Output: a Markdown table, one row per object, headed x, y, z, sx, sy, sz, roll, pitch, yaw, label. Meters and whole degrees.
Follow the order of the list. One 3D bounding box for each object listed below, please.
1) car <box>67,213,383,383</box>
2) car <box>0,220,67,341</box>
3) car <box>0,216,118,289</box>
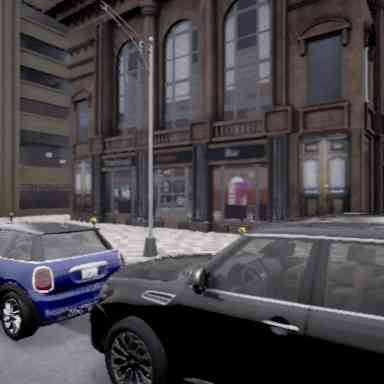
| x | y | z | sx | sy | sz | roll | pitch | yaw | label |
| --- | --- | --- | --- | --- | --- | --- | --- | --- | --- |
| 1.375 | 1.247 | 3.371 | 5.566 | 2.045 | 2.150 | 0 | 0 | 36 | car |
| -3.445 | 1.389 | 6.842 | 4.553 | 1.767 | 2.097 | 0 | 0 | 36 | car |
| -4.538 | 1.579 | 9.925 | 4.829 | 1.417 | 1.752 | 0 | 0 | 36 | car |
